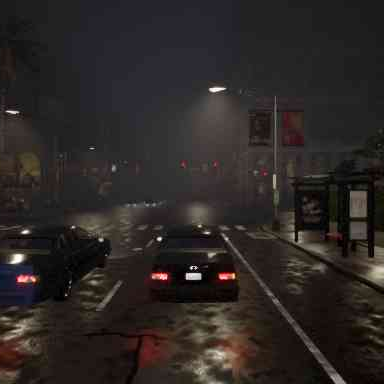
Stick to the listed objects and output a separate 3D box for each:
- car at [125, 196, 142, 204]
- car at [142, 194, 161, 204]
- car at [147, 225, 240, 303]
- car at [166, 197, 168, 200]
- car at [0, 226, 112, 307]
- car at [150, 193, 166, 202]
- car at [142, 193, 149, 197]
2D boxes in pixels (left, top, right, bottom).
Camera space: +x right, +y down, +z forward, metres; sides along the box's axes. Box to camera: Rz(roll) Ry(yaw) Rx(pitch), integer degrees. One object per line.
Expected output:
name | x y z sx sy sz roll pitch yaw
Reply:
car | -11.008 1.564 61.662 1.994 1.385 4.181 0 0 0
car | -7.520 1.564 61.875 1.994 1.385 4.181 0 0 0
car | 0.024 1.547 8.421 2.033 1.411 5.357 0 0 0
car | -7.563 1.500 84.243 1.837 1.490 4.892 0 0 0
car | -3.476 1.547 8.236 2.033 1.411 5.357 0 0 0
car | -7.544 1.355 73.839 2.097 1.767 4.553 0 0 0
car | -11.042 1.524 73.597 1.812 1.442 4.674 0 0 0
